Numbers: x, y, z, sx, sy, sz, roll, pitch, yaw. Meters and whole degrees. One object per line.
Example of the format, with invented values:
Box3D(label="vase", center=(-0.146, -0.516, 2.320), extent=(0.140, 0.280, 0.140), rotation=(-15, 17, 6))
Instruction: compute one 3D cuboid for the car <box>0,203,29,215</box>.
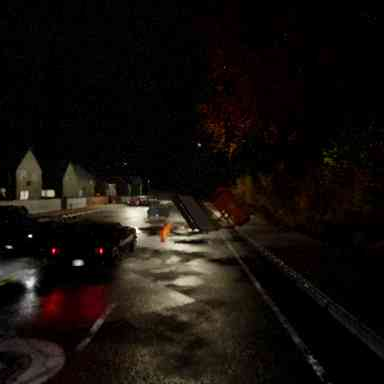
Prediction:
Box3D(label="car", center=(-9.845, 1.465, 16.801), extent=(2.097, 1.767, 4.553), rotation=(0, 0, 0))

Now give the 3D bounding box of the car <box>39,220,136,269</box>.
Box3D(label="car", center=(-3.147, 1.678, 11.442), extent=(1.895, 1.301, 4.718), rotation=(0, 0, 0))

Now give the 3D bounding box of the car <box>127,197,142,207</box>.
Box3D(label="car", center=(-9.793, 1.702, 57.329), extent=(2.097, 1.767, 4.553), rotation=(0, 0, 0))

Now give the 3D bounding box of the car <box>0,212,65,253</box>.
Box3D(label="car", center=(-6.596, 1.697, 14.226), extent=(1.895, 1.301, 4.718), rotation=(0, 0, 0))

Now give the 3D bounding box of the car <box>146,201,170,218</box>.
Box3D(label="car", center=(-3.143, 1.811, 32.233), extent=(1.895, 1.301, 4.718), rotation=(0, 0, 0))

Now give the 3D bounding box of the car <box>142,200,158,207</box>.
Box3D(label="car", center=(-6.550, 1.941, 55.471), extent=(1.895, 1.301, 4.718), rotation=(0, 0, 0))

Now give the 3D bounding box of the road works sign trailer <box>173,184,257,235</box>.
Box3D(label="road works sign trailer", center=(0.748, 1.192, 16.575), extent=(3.560, 2.880, 2.380), rotation=(7, 40, -50))
